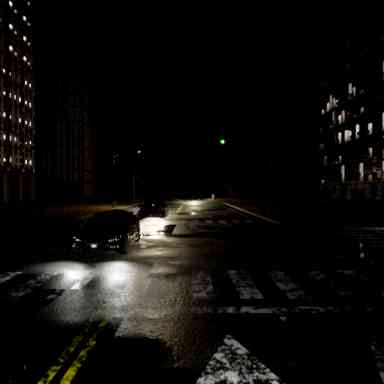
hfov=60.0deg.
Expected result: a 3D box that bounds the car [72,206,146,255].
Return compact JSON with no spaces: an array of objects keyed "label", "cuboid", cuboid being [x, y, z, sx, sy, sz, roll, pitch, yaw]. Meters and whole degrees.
[{"label":"car","cuboid":[-3.234,1.524,13.393,1.837,1.490,4.892,0,0,0]}]

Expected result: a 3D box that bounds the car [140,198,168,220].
[{"label":"car","cuboid":[-3.226,1.329,28.223,2.097,1.767,4.553,0,0,0]}]
